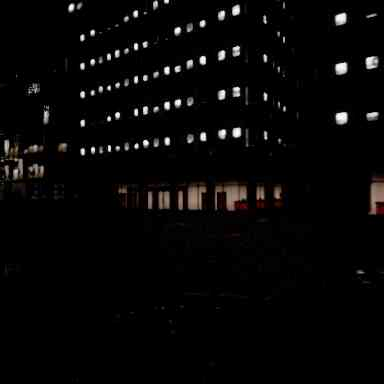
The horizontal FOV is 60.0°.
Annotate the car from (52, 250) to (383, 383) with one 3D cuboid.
[{"bbox_3d":[1.287,1.315,1.952,5.009,1.841,2.192,-1,0,35],"label":"car"}]
